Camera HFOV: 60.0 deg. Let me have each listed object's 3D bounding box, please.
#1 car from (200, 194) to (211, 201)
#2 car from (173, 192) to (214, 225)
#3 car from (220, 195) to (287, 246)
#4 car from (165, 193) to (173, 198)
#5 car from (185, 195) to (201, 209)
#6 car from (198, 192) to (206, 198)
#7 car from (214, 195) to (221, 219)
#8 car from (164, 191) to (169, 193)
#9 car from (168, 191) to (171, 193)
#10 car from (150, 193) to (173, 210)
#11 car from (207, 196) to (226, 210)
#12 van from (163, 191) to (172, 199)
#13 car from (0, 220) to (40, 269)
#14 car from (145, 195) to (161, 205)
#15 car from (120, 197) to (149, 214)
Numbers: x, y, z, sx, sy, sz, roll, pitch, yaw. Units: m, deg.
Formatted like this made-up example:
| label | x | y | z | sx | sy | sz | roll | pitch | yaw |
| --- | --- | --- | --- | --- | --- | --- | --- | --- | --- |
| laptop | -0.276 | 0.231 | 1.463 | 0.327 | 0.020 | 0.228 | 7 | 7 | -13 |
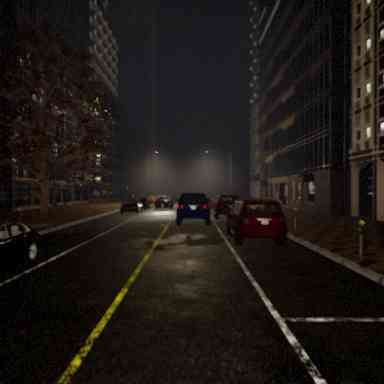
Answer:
| label | x | y | z | sx | sy | sz | roll | pitch | yaw |
| --- | --- | --- | --- | --- | --- | --- | --- | --- | --- |
| car | 2.680 | 1.022 | 65.899 | 1.947 | 1.339 | 4.313 | 0 | 1 | 0 |
| car | 0.103 | 1.041 | 22.833 | 2.150 | 2.045 | 5.566 | 0 | 0 | 0 |
| car | 2.691 | 1.199 | 14.669 | 2.192 | 1.841 | 5.009 | 0 | 0 | 0 |
| car | -5.704 | 0.887 | 82.986 | 1.802 | 1.307 | 4.206 | 0 | 1 | 0 |
| car | 0.092 | 1.170 | 41.693 | 1.837 | 1.490 | 4.892 | 0 | 1 | 0 |
| car | 2.676 | 0.694 | 88.663 | 1.967 | 1.590 | 4.097 | 0 | 1 | 0 |
| car | 2.689 | 1.108 | 26.053 | 2.192 | 1.841 | 5.009 | 0 | 0 | 0 |
| car | -5.700 | 1.056 | 60.217 | 2.008 | 1.369 | 4.403 | 0 | 0 | 0 |
| car | -5.702 | 0.951 | 71.601 | 1.887 | 1.381 | 4.507 | 0 | 1 | 0 |
| car | -3.101 | 1.190 | 37.602 | 2.128 | 1.511 | 4.902 | 0 | 0 | 0 |
| car | 2.685 | 1.223 | 37.608 | 1.752 | 1.417 | 4.829 | 0 | 0 | 0 |
| van | -5.702 | 0.697 | 77.292 | 1.690 | 1.788 | 3.998 | 0 | 1 | 0 |
| car | -5.690 | 1.480 | 8.989 | 2.008 | 1.369 | 4.403 | 0 | 0 | 0 |
| car | -5.697 | 1.186 | 48.832 | 1.802 | 1.307 | 4.206 | 0 | 0 | 0 |
| car | -5.694 | 1.298 | 31.757 | 2.008 | 1.369 | 4.403 | 0 | 0 | 0 |
